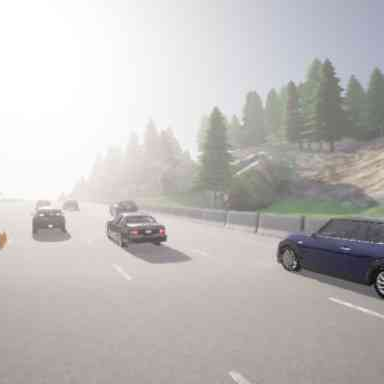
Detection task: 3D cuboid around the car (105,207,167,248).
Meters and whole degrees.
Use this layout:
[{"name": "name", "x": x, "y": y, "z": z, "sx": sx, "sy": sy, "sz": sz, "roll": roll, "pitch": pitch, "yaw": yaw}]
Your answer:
[{"name": "car", "x": -2.838, "y": 1.704, "z": 15.947, "sx": 2.033, "sy": 1.411, "sz": 5.357, "roll": 0, "pitch": 0, "yaw": -25}]

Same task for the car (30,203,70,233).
[{"name": "car", "x": -9.203, "y": 1.711, "z": 21.416, "sx": 1.837, "sy": 1.490, "sz": 4.892, "roll": 0, "pitch": 0, "yaw": -25}]

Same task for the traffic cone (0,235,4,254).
[{"name": "traffic cone", "x": -7.704, "y": 2.122, "z": 13.093, "sx": 0.340, "sy": 0.580, "sz": 0.340, "roll": 0, "pitch": 0, "yaw": -25}]

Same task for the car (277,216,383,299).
[{"name": "car", "x": 4.313, "y": 1.411, "z": 8.768, "sx": 2.097, "sy": 1.767, "sz": 4.553, "roll": 0, "pitch": -1, "yaw": -25}]

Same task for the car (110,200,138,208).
[{"name": "car", "x": -6.793, "y": 1.557, "z": 32.934, "sx": 2.097, "sy": 1.767, "sz": 4.553, "roll": 0, "pitch": 0, "yaw": -25}]

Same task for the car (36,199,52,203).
[{"name": "car", "x": -21.052, "y": 1.722, "z": 47.198, "sx": 1.882, "sy": 1.535, "sz": 5.008, "roll": 0, "pitch": 0, "yaw": -25}]

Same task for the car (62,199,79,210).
[{"name": "car", "x": -17.254, "y": 1.733, "z": 47.315, "sx": 1.837, "sy": 1.490, "sz": 4.892, "roll": 0, "pitch": -1, "yaw": -25}]

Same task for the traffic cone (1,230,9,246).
[{"name": "traffic cone", "x": -8.539, "y": 2.137, "z": 14.910, "sx": 0.340, "sy": 0.580, "sz": 0.340, "roll": 0, "pitch": 0, "yaw": -25}]
